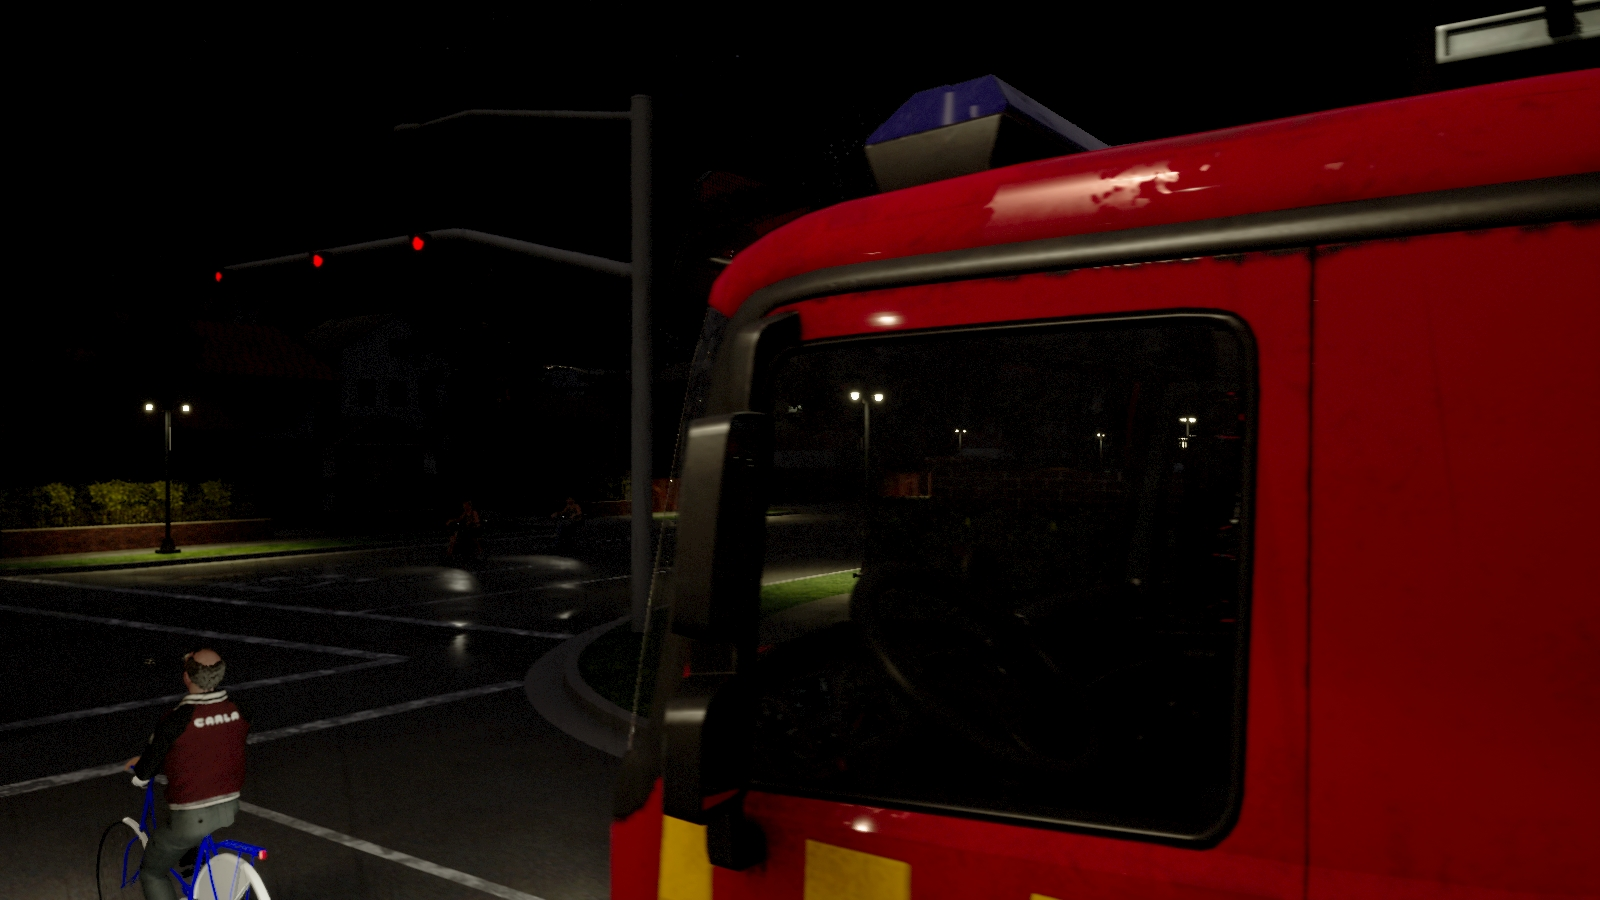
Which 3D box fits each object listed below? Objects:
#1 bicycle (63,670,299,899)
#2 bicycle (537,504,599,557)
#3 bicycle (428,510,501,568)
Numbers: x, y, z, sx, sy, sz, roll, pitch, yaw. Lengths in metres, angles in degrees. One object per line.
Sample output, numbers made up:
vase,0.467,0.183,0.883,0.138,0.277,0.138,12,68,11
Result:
bicycle,-3.357,2.053,6.123,1.835,1.496,0.329,0,0,35
bicycle,-6.283,2.162,30.994,0.859,1.301,1.487,0,0,34
bicycle,-8.215,2.162,28.019,0.859,1.301,1.487,0,0,35
